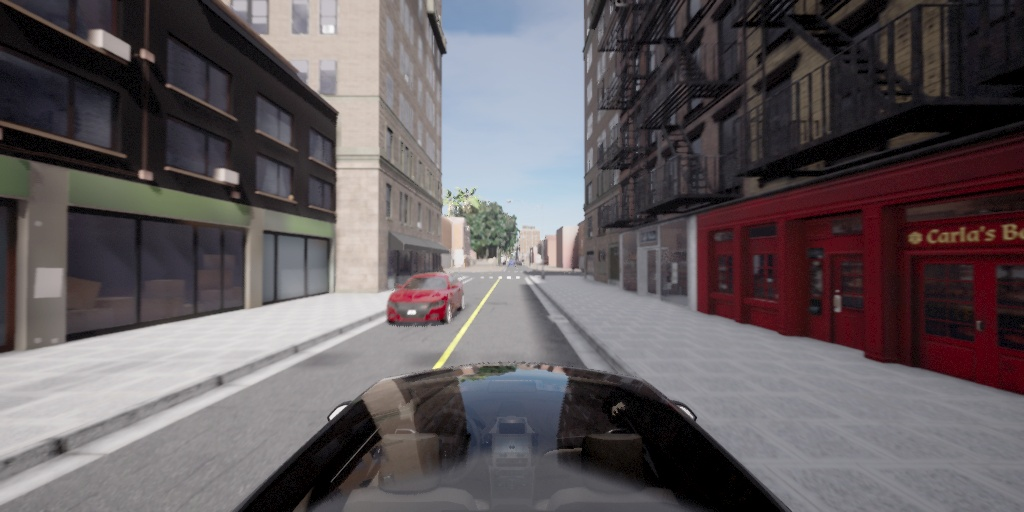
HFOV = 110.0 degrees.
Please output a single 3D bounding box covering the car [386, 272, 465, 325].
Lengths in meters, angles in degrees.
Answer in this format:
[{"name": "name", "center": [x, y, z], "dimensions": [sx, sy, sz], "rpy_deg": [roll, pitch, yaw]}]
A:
[{"name": "car", "center": [-2.848, 1.361, 12.702], "dimensions": [1.882, 1.535, 5.008], "rpy_deg": [0, -1, 0]}]
